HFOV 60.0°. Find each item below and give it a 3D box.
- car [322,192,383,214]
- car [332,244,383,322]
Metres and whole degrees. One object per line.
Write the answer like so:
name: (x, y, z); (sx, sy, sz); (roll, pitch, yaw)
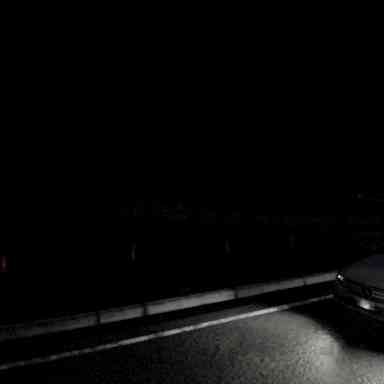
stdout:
car: (15.726, 1.030, 33.161); (2.435, 2.045, 5.566); (1, 0, -29)
car: (4.754, 1.476, 6.241); (4.674, 1.442, 1.812); (0, 1, -28)
